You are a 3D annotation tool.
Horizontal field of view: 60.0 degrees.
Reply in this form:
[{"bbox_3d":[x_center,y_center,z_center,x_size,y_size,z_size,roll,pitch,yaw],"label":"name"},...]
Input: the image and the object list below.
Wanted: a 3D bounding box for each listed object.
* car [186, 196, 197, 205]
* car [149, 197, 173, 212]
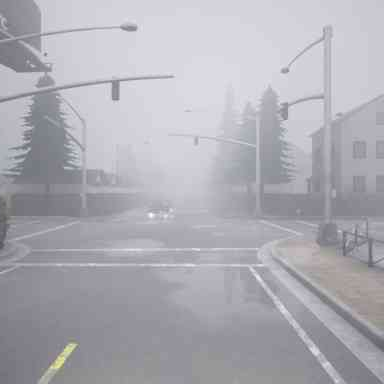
[{"bbox_3d":[-0.086,1.491,59.322,2.128,1.511,4.902,0,0,0],"label":"car"},{"bbox_3d":[-3.644,1.352,38.109,2.097,1.767,4.553,0,0,0],"label":"car"}]
